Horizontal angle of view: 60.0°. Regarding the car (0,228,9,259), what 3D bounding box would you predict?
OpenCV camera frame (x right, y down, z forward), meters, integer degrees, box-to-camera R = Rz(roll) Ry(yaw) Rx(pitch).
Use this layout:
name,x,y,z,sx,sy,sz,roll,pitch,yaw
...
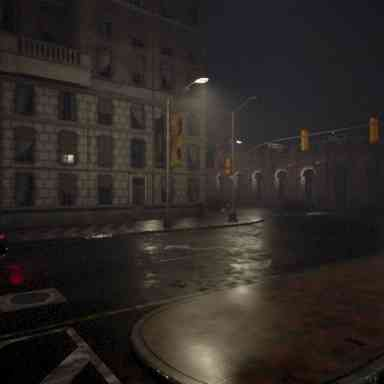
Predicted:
name,x,y,z,sx,sy,sz,roll,pitch,yaw
car,-7.481,1.488,8.481,4.902,1.511,2.128,-1,0,-35

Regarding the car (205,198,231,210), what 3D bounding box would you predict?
name,x,y,z,sx,sy,sz,roll,pitch,yaw
car,3.008,1.492,43.057,2.128,1.511,4.902,0,0,-36

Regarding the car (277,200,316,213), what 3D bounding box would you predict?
name,x,y,z,sx,sy,sz,roll,pitch,yaw
car,11.607,1.564,37.128,1.994,1.385,4.181,0,0,-36

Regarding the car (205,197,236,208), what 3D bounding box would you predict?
name,x,y,z,sx,sy,sz,roll,pitch,yaw
car,4.025,1.525,47.634,1.812,1.442,4.674,0,0,-36

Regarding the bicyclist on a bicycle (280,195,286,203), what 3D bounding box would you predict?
name,x,y,z,sx,sy,sz,roll,pitch,yaw
bicyclist on a bicycle,15.490,1.301,56.467,1.656,1.620,0.582,0,0,-36
